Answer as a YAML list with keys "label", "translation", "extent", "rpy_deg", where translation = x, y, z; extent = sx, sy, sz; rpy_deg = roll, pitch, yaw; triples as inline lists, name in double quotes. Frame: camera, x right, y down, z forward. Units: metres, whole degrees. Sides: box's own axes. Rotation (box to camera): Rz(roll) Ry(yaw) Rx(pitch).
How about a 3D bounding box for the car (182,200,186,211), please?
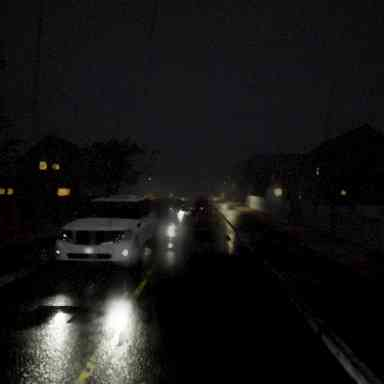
- label: "car"
  translation: [-1.687, 1.385, 36.630]
  extent: [1.994, 1.385, 4.181]
  rpy_deg: [0, 0, 2]

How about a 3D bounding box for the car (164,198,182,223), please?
- label: "car"
  translation: [-2.135, 1.222, 24.240]
  extent: [2.097, 1.767, 4.553]
  rpy_deg: [0, 0, 2]

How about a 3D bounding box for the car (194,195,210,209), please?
- label: "car"
  translation: [1.295, 1.271, 43.275]
  extent: [1.882, 1.535, 5.008]
  rpy_deg: [0, 1, 2]

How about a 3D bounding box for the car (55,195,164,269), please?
- label: "car"
  translation: [-2.524, 1.154, 11.366]
  extent: [2.150, 2.045, 5.566]
  rpy_deg: [0, 0, 3]

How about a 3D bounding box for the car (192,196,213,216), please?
- label: "car"
  translation: [0.927, 1.403, 30.345]
  extent: [2.033, 1.411, 5.357]
  rpy_deg: [0, 0, 2]
